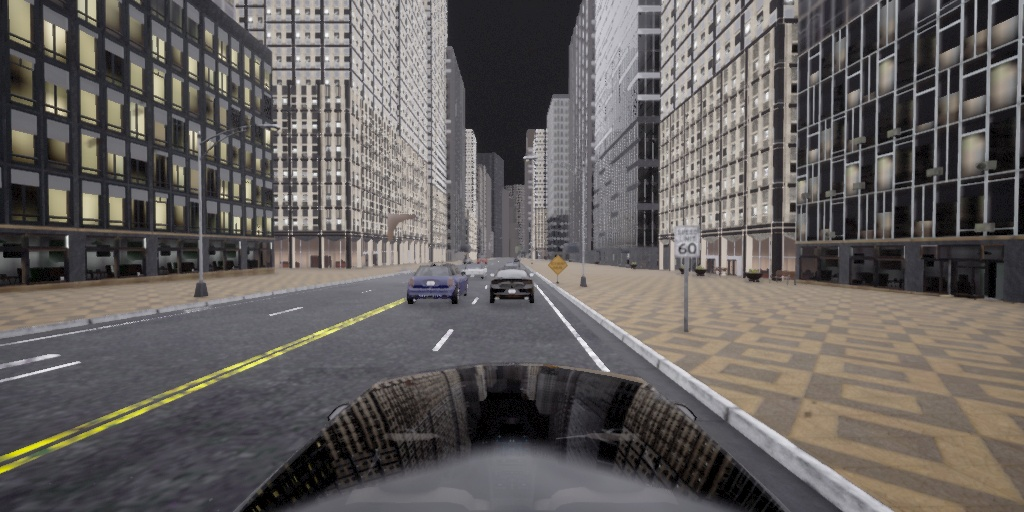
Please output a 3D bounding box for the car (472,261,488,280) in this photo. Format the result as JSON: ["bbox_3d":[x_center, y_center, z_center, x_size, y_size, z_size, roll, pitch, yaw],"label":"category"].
[{"bbox_3d":[-3.250,1.357,31.534,1.895,1.301,4.718,0,0,0],"label":"car"}]

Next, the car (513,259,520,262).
[{"bbox_3d":[0.000,1.236,31.503,2.128,1.511,4.902,0,0,0],"label":"car"}]

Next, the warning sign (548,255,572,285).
[{"bbox_3d":[2.850,0.857,22.470,1.300,1.860,1.060,0,0,0],"label":"warning sign"}]

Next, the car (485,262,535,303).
[{"bbox_3d":[0.000,1.230,16.502,1.882,1.535,5.008,0,0,0],"label":"car"}]

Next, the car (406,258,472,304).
[{"bbox_3d":[-3.250,1.111,16.472,2.097,1.767,4.553,0,0,0],"label":"car"}]
